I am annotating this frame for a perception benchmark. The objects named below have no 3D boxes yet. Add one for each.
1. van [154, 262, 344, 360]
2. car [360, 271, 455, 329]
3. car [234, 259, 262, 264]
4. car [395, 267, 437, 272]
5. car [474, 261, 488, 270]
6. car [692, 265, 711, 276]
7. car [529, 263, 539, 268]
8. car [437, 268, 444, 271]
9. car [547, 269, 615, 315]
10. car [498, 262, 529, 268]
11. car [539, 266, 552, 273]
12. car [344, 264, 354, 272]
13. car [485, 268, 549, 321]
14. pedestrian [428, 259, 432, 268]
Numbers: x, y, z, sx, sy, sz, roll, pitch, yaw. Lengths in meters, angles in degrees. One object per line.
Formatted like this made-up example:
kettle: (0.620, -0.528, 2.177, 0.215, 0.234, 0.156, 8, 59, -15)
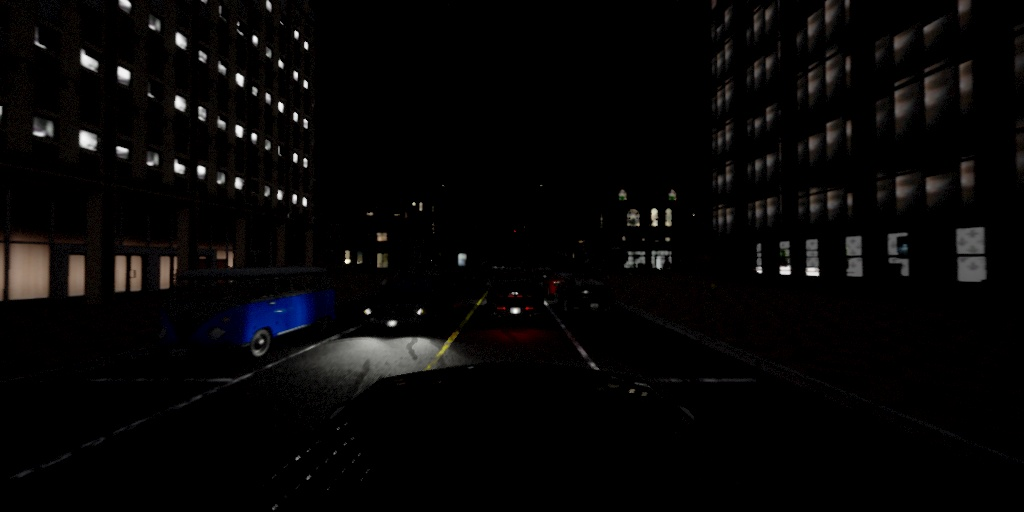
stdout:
van: (-5.690, 1.145, 8.210, 1.690, 1.789, 3.998, 0, 0, 0)
car: (-3.100, 1.383, 11.937, 2.033, 1.411, 5.357, 0, -1, 0)
car: (-30.947, 1.262, 43.452, 5.009, 1.841, 2.192, 0, 0, 1)
car: (-5.688, 1.339, 19.593, 1.967, 1.591, 4.097, 0, 0, 0)
car: (-5.683, 1.847, 63.362, 1.802, 1.307, 4.207, 0, 0, 0)
car: (23.647, 1.771, 42.568, 4.207, 1.307, 1.802, 0, 0, 1)
car: (2.694, 1.545, 30.959, 2.007, 1.370, 4.403, 0, 0, 0)
car: (-5.687, 1.497, 25.285, 2.007, 1.370, 4.403, 0, 0, 0)
car: (2.692, 1.402, 13.884, 2.007, 1.370, 4.403, 0, 0, 0)
car: (0.103, 1.455, 28.978, 1.882, 1.535, 5.008, 0, -1, 0)
car: (2.693, 1.444, 19.575, 1.888, 1.381, 4.507, 0, 0, 0)
car: (-25.448, 1.611, 51.747, 4.829, 1.417, 1.751, 0, 0, 1)
car: (0.099, 1.350, 12.919, 1.837, 1.490, 4.892, 0, 0, 0)
pedestrian: (-12.546, 1.321, 54.506, 0.375, 1.860, 0.375, 0, -1, 1)
